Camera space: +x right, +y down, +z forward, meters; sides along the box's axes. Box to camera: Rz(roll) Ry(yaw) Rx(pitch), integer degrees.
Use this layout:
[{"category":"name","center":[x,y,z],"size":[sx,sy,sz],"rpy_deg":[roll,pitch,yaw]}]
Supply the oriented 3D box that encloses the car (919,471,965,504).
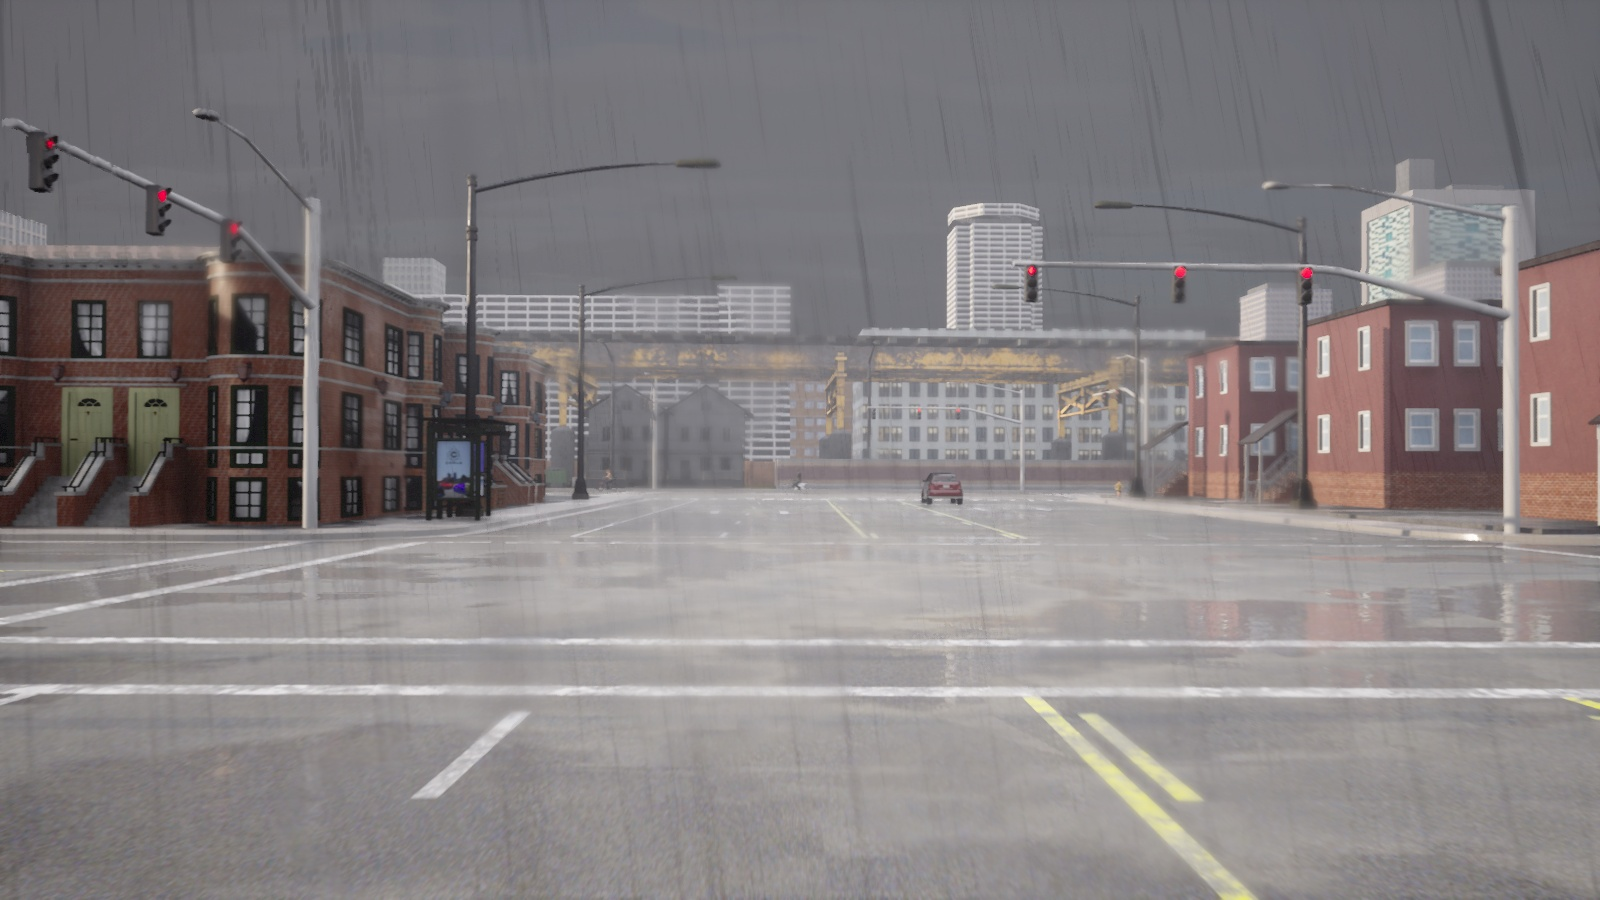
[{"category":"car","center":[6.852,1.783,60.770],"size":[1.789,1.549,3.705],"rpy_deg":[0,-1,0]}]
